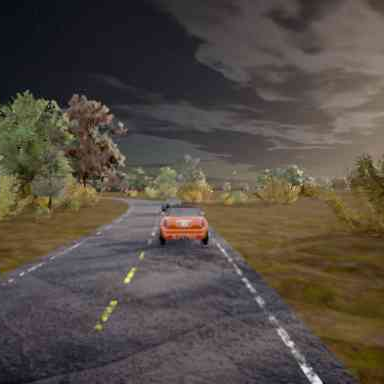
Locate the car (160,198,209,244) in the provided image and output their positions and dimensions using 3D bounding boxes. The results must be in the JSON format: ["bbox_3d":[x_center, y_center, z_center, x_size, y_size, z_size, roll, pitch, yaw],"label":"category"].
[{"bbox_3d":[-0.433,1.361,15.978,2.097,1.767,4.553,0,0,-3],"label":"car"}]
